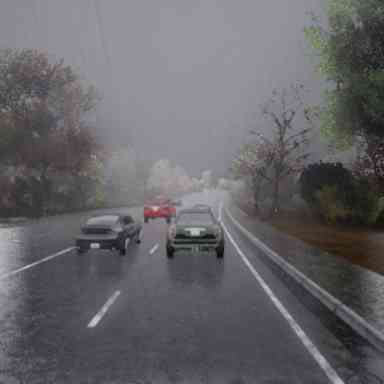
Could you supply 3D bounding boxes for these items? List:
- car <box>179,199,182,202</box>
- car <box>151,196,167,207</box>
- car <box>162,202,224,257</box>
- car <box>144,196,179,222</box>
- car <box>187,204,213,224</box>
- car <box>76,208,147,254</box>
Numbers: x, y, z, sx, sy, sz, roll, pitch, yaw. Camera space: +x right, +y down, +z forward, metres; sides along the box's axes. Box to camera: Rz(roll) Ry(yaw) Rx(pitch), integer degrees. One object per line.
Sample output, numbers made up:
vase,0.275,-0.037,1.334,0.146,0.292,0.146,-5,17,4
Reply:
car,-3.094,2.165,66.580,2.033,1.411,5.357,0,-1,6
car,-6.583,1.826,66.876,2.150,2.045,5.566,0,-1,6
car,0.163,1.479,13.765,2.097,1.767,4.553,0,-1,2
car,-2.727,1.484,28.735,2.150,2.045,5.566,0,0,3
car,0.766,1.813,28.503,2.033,1.411,5.357,0,-1,3
car,-3.327,1.638,14.067,1.837,1.490,4.892,0,0,2
